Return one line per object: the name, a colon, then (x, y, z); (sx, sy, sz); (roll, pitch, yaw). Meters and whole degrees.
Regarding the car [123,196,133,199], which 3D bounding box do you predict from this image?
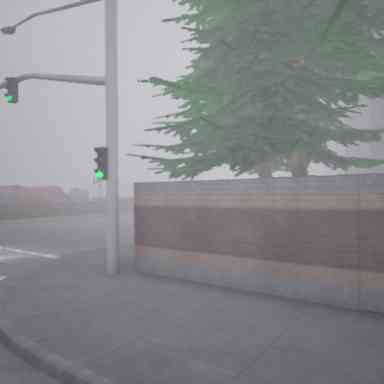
car: (-14.734, 2.076, 84.156); (3.806, 1.475, 1.970); (-1, 0, 35)
